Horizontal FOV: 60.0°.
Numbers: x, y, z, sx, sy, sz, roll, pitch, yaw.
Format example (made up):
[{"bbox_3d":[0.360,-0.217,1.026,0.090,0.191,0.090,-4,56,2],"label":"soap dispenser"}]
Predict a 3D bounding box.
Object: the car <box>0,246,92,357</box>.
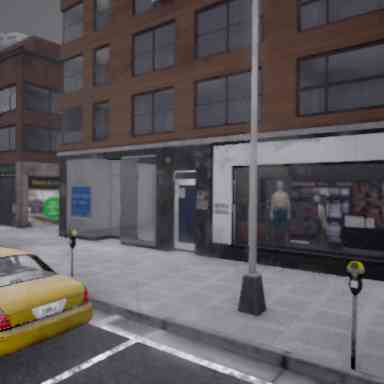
[{"bbox_3d":[-3.768,1.514,5.763,4.829,1.417,1.752,0,1,36],"label":"car"}]
